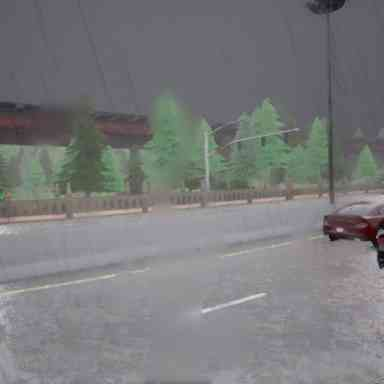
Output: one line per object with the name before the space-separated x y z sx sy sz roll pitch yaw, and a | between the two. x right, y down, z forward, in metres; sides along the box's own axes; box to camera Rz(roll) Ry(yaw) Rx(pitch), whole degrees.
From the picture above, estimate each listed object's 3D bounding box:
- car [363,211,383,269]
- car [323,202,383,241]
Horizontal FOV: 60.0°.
car | 6.772 1.241 8.655 5.008 1.535 1.882 -3 2 -35
car | 7.295 1.114 13.317 5.008 1.535 1.882 -3 1 -35
